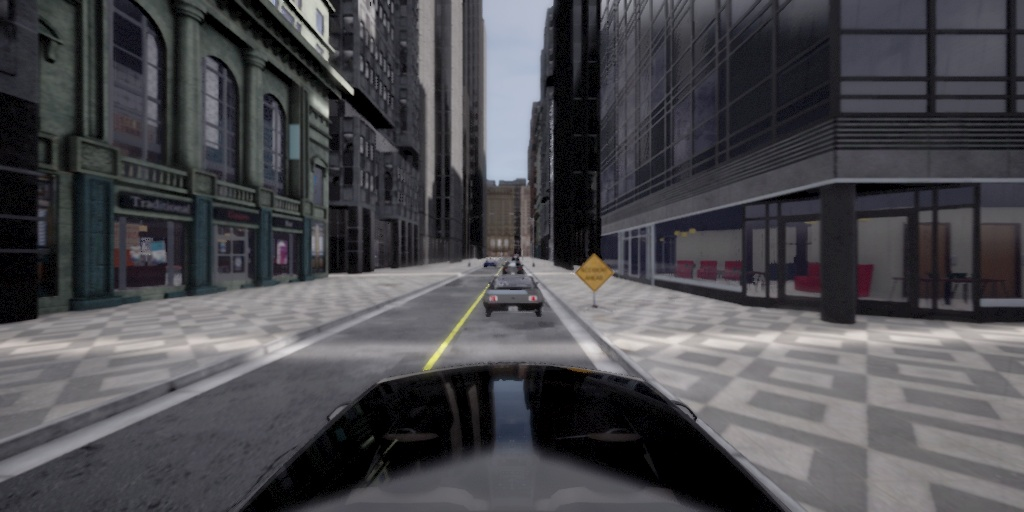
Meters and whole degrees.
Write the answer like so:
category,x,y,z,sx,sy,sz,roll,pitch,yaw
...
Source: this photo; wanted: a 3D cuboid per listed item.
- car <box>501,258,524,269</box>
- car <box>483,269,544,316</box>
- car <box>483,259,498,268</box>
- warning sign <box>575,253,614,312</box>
category,x,y,z,sx,sy,sz,roll,pitch,yaw
car,0.078,1.150,30.842,1.812,1.442,4.674,0,1,0
car,0.059,1.316,13.122,1.895,1.301,4.718,0,0,0
car,-3.082,1.079,51.390,1.895,1.301,4.718,0,0,0
warning sign,2.717,0.835,11.819,1.300,1.860,1.060,0,0,0
